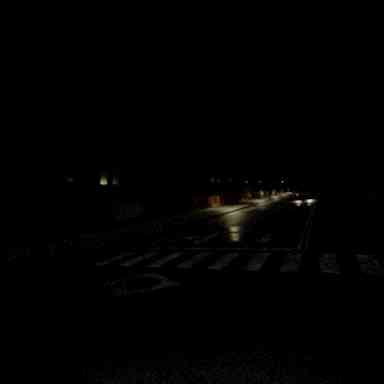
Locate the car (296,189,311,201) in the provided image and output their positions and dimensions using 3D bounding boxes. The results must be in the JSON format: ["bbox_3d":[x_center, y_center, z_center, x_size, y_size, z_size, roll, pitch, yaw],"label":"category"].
[{"bbox_3d":[17.511,0.343,52.294,2.097,1.767,4.553,-3,-1,21],"label":"car"}]
